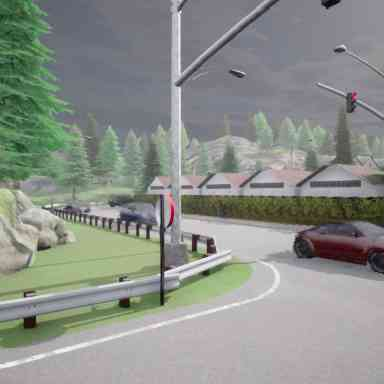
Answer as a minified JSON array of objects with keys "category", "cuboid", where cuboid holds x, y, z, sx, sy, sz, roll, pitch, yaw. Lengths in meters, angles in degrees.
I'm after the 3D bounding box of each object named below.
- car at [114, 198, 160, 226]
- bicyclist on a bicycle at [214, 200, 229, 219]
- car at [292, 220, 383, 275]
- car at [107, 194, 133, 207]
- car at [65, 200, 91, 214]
[{"category":"car","cuboid":[-3.515,1.545,23.684,2.097,1.767,4.553,0,0,-35]},{"category":"bicyclist on a bicycle","cuboid":[2.525,1.494,28.091,1.656,1.620,0.582,0,0,-35]},{"category":"car","cuboid":[5.408,1.650,10.924,1.994,1.385,4.181,0,-1,-35]},{"category":"car","cuboid":[-10.955,1.398,53.198,2.150,2.045,5.566,0,0,33]},{"category":"car","cuboid":[-12.786,1.682,37.072,2.128,1.511,4.902,0,0,-33]}]
